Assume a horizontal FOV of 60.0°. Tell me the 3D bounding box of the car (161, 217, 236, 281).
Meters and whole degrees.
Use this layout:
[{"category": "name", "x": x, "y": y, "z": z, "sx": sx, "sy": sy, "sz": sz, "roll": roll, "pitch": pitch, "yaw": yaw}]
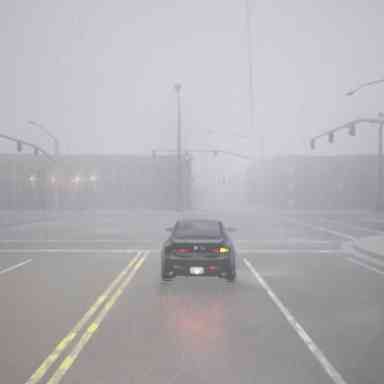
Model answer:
[{"category": "car", "x": 0.247, "y": 1.490, "z": 9.848, "sx": 1.837, "sy": 1.490, "sz": 4.892, "roll": 0, "pitch": 0, "yaw": 3}]
